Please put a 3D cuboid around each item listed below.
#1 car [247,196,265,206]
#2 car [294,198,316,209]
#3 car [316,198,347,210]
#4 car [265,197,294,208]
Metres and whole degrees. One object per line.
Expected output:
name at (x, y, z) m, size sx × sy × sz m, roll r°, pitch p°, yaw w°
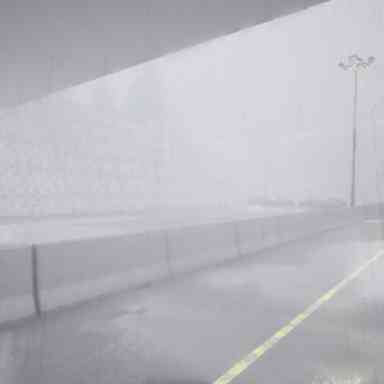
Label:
car at (9.449, 1.254, 46.699) m, size 1.994 × 1.385 × 4.181 m, roll 2°, pitch 1°, yaw 39°
car at (15.367, 1.461, 42.899) m, size 1.895 × 1.301 × 4.718 m, roll 2°, pitch 1°, yaw 39°
car at (16.553, 1.409, 38.761) m, size 1.882 × 1.535 × 5.008 m, roll 2°, pitch 1°, yaw 38°
car at (12.058, 1.373, 44.360) m, size 1.895 × 1.301 × 4.718 m, roll 2°, pitch 1°, yaw 39°
